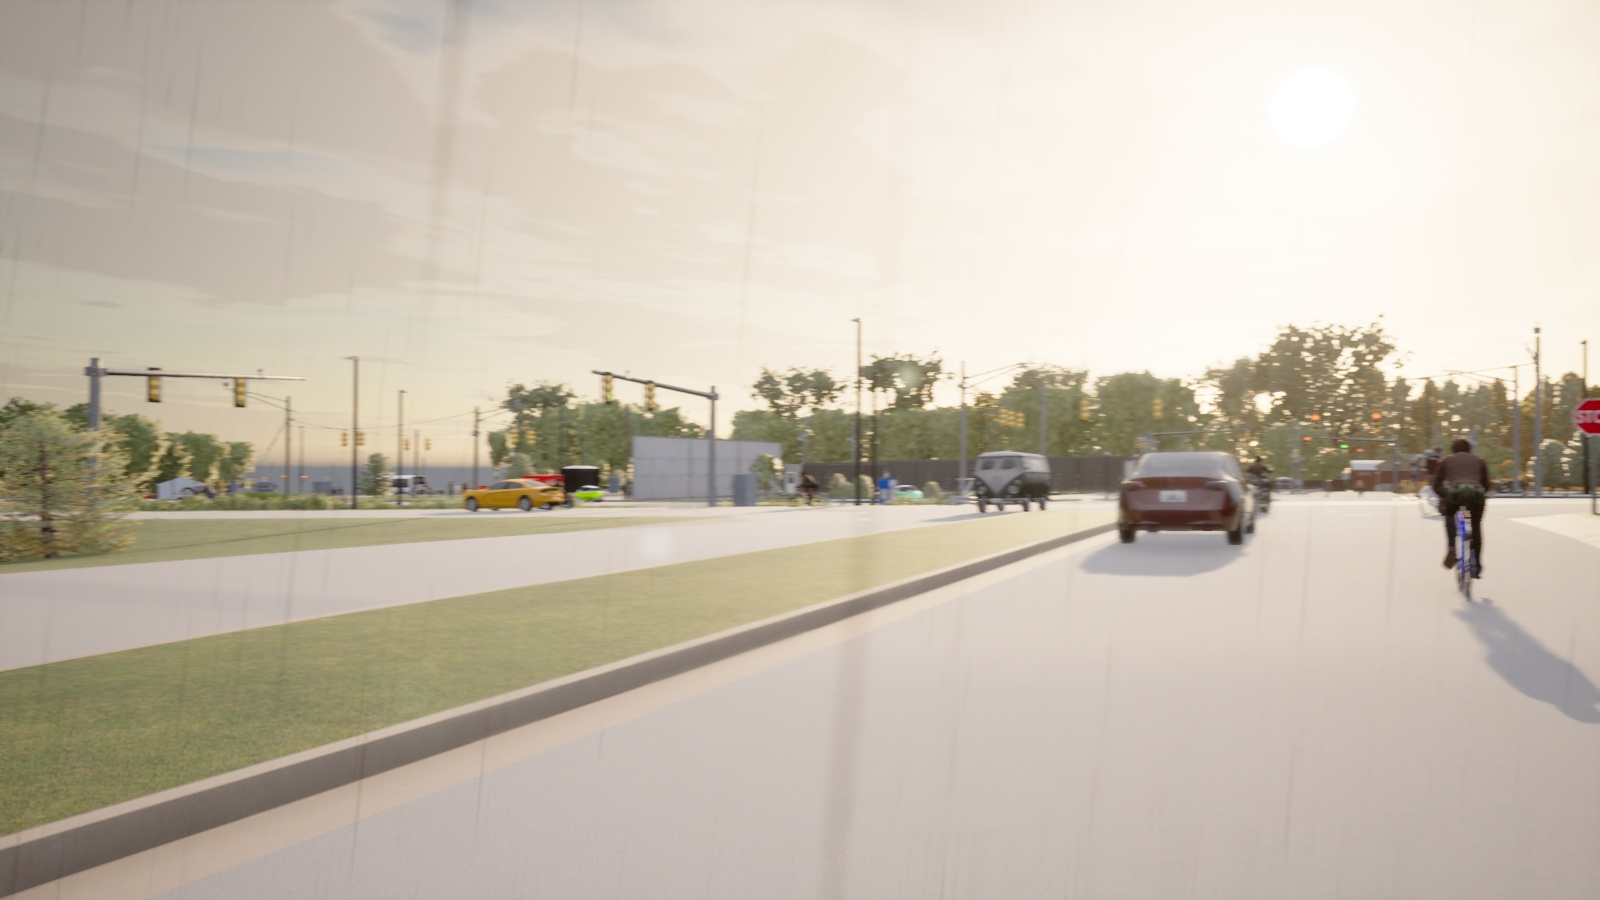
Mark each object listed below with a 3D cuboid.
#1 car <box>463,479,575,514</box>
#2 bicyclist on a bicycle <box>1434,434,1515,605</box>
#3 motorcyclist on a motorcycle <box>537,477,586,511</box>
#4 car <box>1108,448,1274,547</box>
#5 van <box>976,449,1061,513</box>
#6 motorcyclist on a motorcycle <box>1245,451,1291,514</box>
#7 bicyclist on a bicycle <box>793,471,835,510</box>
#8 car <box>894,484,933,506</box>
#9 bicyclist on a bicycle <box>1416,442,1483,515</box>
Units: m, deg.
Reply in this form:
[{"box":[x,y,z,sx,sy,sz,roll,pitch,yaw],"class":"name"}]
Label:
[{"box":[-13.315,2.194,59.426,5.008,1.535,1.882,-2,-1,24],"class":"car"},{"box":[6.834,0.663,12.778,0.582,1.620,1.656,-1,0,24],"class":"bicyclist on a bicycle"},{"box":[-11.916,2.213,62.634,2.350,1.649,0.766,-2,-2,24],"class":"motorcyclist on a motorcycle"},{"box":[6.795,0.736,21.429,2.163,1.488,4.792,-1,-1,24],"class":"car"},{"box":[7.305,1.042,41.664,1.775,1.987,4.442,-2,-2,23],"class":"van"},{"box":[12.783,0.894,34.250,0.766,1.649,2.350,-1,-2,31],"class":"motorcyclist on a motorcycle"},{"box":[0.588,1.718,53.232,1.656,1.620,0.582,-2,-2,24],"class":"bicyclist on a bicycle"},{"box":[7.590,3.000,84.103,2.207,1.376,1.481,-2,-1,24],"class":"car"},{"box":[16.294,0.702,31.488,1.843,1.776,0.659,0,2,-34],"class":"bicyclist on a bicycle"}]
